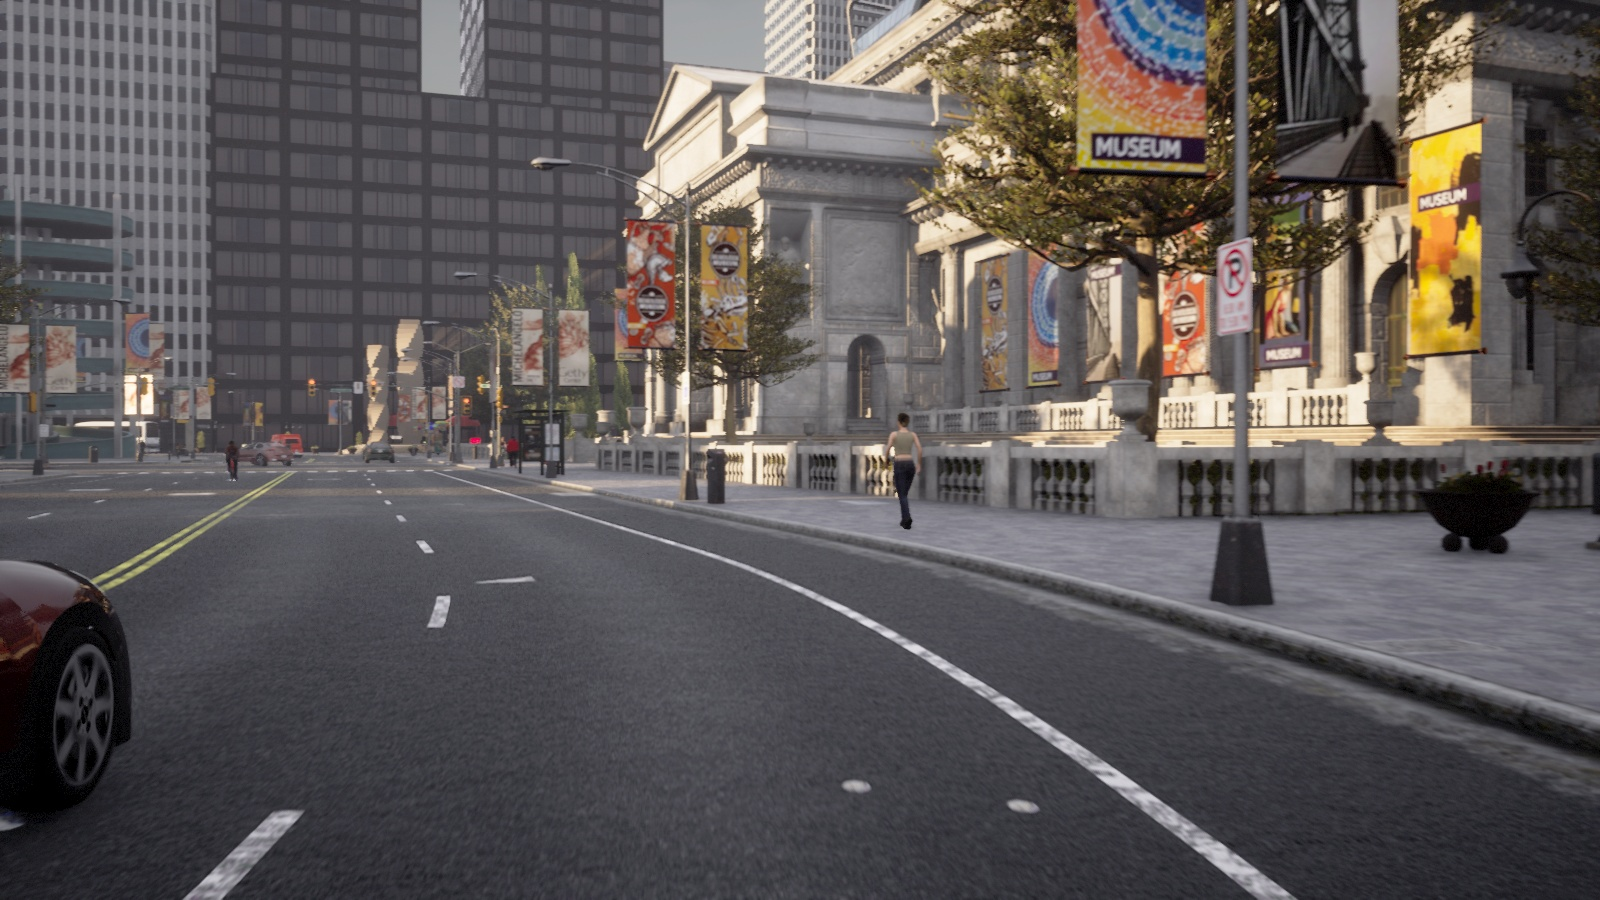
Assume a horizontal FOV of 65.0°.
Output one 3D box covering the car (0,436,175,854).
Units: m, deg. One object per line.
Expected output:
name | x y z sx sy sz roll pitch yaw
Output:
car | -3.771 0.690 3.936 1.970 1.475 3.806 0 0 -5

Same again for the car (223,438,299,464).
car | -35.879 0.053 83.575 5.027 1.651 2.152 0 0 31

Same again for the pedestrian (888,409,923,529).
pedestrian | 1.642 0.292 19.658 0.345 1.836 0.594 0 0 -18

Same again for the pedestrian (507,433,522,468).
pedestrian | -15.370 0.022 67.556 0.634 1.844 0.899 0 0 -23
